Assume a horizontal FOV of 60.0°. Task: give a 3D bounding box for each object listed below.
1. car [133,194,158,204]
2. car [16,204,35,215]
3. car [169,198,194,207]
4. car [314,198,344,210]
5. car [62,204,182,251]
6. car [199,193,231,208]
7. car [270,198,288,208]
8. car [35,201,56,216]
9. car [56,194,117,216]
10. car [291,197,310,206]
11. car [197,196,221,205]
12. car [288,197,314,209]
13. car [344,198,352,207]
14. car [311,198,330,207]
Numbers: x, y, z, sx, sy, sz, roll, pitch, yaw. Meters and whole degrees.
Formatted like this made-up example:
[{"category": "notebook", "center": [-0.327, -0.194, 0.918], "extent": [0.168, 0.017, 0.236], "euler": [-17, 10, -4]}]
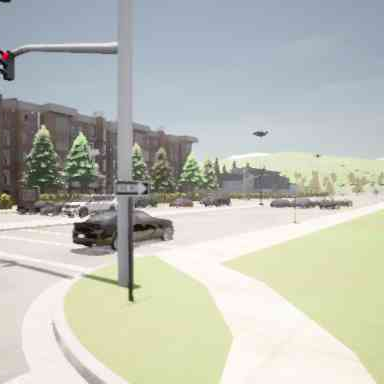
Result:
[{"category": "car", "center": [-7.115, 1.236, 46.621], "extent": [2.150, 2.045, 5.566], "euler": [0, 0, 35]}, {"category": "car", "center": [-15.576, 1.602, 34.499], "extent": [1.895, 1.301, 4.718], "euler": [0, 0, 35]}, {"category": "car", "center": [-1.565, 1.582, 48.451], "extent": [1.994, 1.385, 4.181], "euler": [0, 0, 35]}, {"category": "car", "center": [18.360, 1.526, 44.446], "extent": [2.128, 1.511, 4.902], "euler": [0, 0, 35]}, {"category": "car", "center": [-2.742, 1.481, 14.341], "extent": [1.882, 1.535, 5.008], "euler": [-1, 0, 33]}, {"category": "car", "center": [3.869, 1.246, 50.098], "extent": [2.150, 2.045, 5.566], "euler": [0, 0, 35]}, {"category": "car", "center": [13.061, 1.595, 49.076], "extent": [1.994, 1.385, 4.181], "euler": [0, 0, 35]}, {"category": "car", "center": [-12.529, 1.529, 32.751], "extent": [1.812, 1.442, 4.674], "euler": [0, 0, 35]}, {"category": "car", "center": [-9.345, 1.220, 31.199], "extent": [2.150, 2.045, 5.566], "euler": [0, 1, 35]}, {"category": "car", "center": [18.736, 1.565, 57.303], "extent": [1.812, 1.442, 4.674], "euler": [0, 0, 35]}, {"category": "car", "center": [3.209, 1.537, 61.262], "extent": [2.128, 1.511, 4.902], "euler": [0, 0, 35]}, {"category": "car", "center": [15.817, 1.580, 46.915], "extent": [2.033, 1.411, 5.357], "euler": [0, 0, 36]}, {"category": "car", "center": [24.132, 1.643, 52.803], "extent": [1.895, 1.301, 4.718], "euler": [0, 0, 35]}, {"category": "car", "center": [21.261, 1.642, 54.805], "extent": [1.895, 1.301, 4.718], "euler": [0, 0, 35]}]
